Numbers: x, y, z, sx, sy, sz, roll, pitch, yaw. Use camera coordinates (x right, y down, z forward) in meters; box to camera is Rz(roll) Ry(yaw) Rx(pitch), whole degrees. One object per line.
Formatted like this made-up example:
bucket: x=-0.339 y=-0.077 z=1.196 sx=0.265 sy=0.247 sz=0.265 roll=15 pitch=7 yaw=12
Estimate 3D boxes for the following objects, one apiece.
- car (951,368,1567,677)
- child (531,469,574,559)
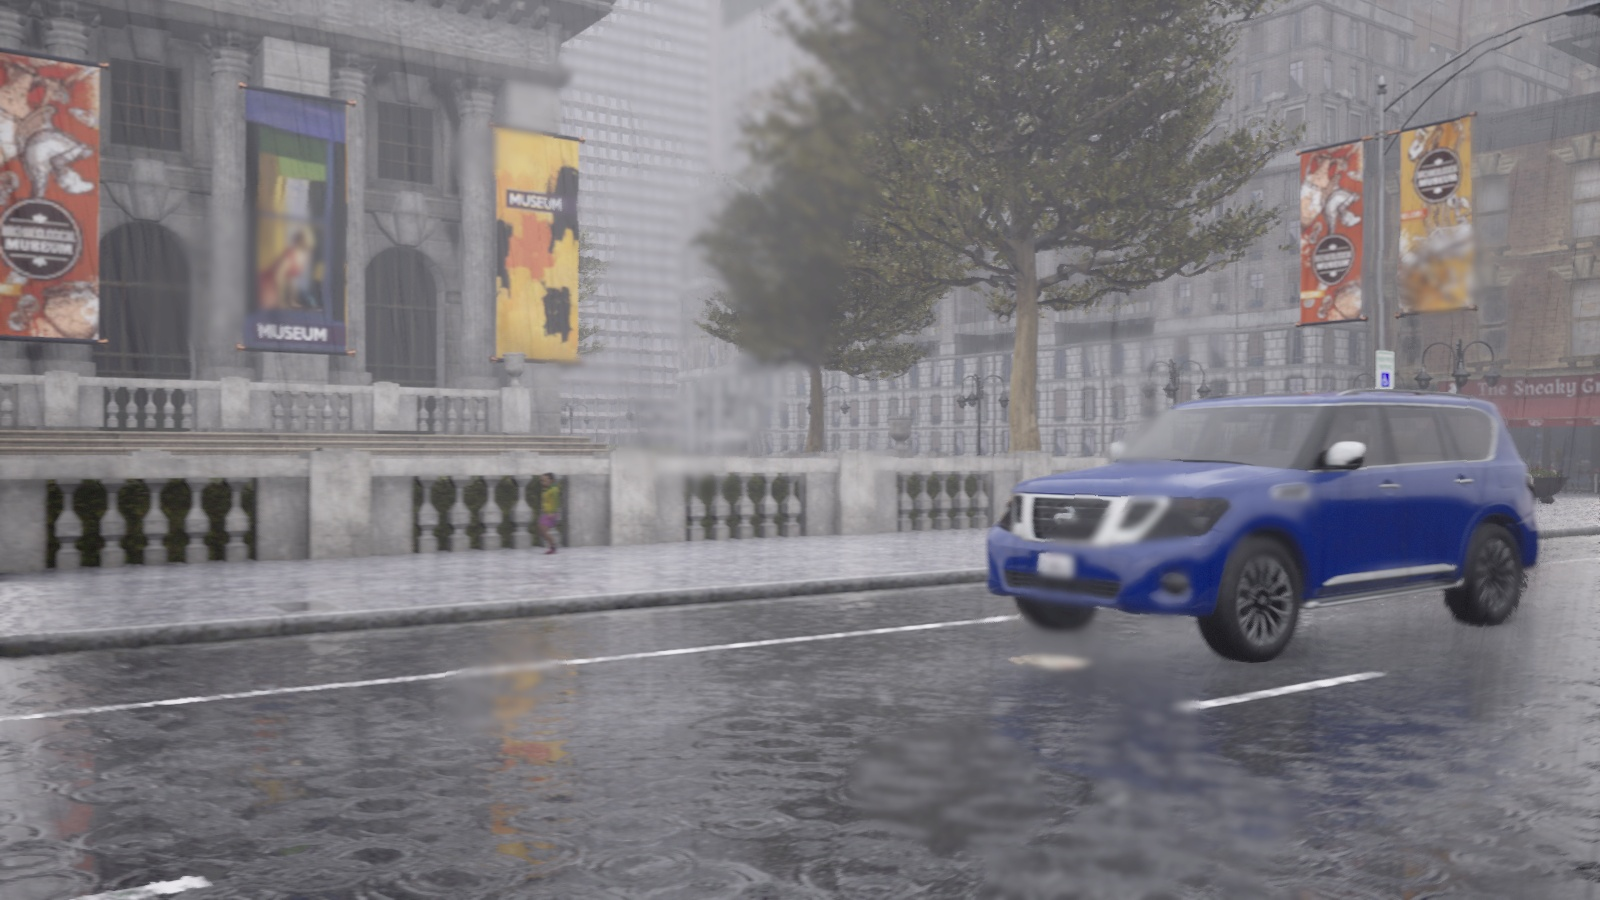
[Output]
car: x=4.114 y=0.482 z=10.787 sx=5.566 sy=2.045 sz=2.150 roll=0 pitch=0 yaw=-35
child: x=-3.252 y=0.829 z=16.479 sx=0.473 sy=1.160 sz=0.299 roll=0 pitch=0 yaw=-32
